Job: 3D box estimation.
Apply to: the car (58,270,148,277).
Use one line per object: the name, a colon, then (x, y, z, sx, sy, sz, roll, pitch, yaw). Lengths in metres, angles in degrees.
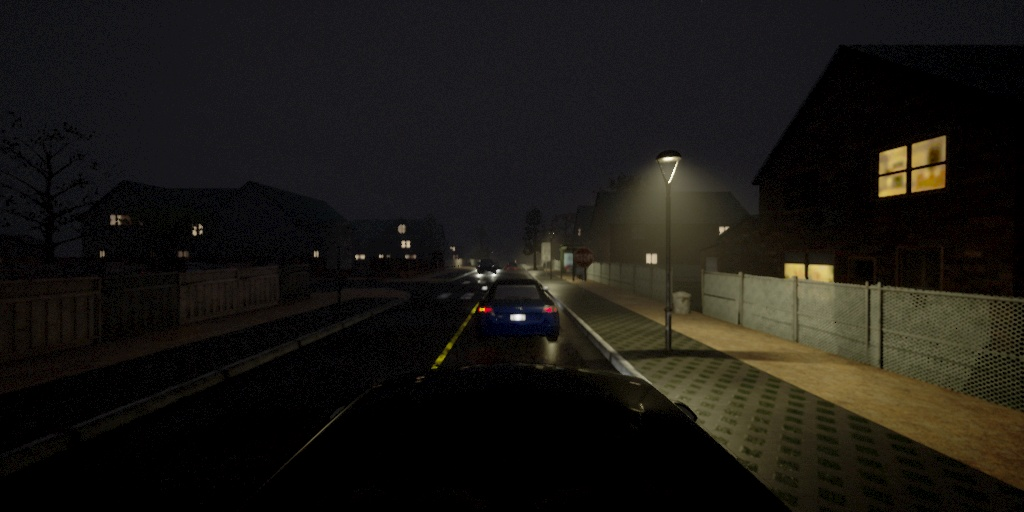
car: (-25.144, 1.174, 21.826, 4.892, 1.490, 1.837, 0, 1, -1)

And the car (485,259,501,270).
car: (-2.871, 1.286, 55.501, 2.128, 1.511, 4.902, 0, 0, 0)

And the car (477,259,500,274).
car: (-2.871, 1.093, 41.331, 2.097, 1.767, 4.553, 0, 0, 0)

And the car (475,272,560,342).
car: (0.095, 1.297, 9.763, 1.994, 1.385, 4.181, 0, 0, -1)

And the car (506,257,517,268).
car: (-0.045, 1.365, 64.076, 1.812, 1.442, 4.674, 0, 0, 0)
